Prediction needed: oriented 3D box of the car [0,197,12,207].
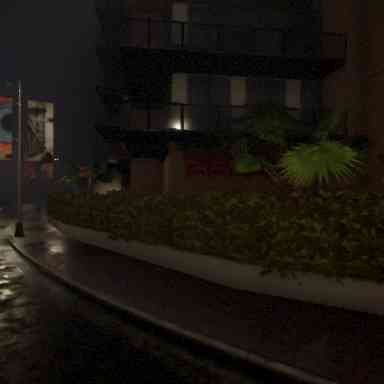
[{"bbox_3d":[-30.602,1.579,53.081,1.882,1.535,5.008,0,0,-7],"label":"car"}]
